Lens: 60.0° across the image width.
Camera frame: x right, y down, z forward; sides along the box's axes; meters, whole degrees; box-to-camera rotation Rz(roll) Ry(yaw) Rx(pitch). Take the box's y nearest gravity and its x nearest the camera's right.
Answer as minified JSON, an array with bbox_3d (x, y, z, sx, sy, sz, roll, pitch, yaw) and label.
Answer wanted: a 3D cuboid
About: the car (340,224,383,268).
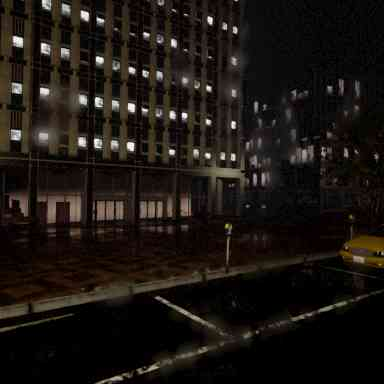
[{"bbox_3d":[6.608,1.533,10.489,4.829,1.417,1.752,0,1,-34],"label":"car"}]
